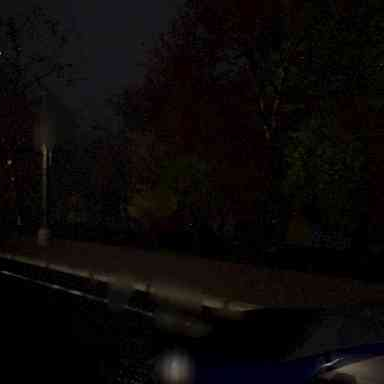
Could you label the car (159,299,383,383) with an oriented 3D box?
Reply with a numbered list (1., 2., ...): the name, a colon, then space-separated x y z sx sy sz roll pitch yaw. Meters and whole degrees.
1. car: 1.726 1.564 2.453 4.181 1.385 1.994 0 0 36
